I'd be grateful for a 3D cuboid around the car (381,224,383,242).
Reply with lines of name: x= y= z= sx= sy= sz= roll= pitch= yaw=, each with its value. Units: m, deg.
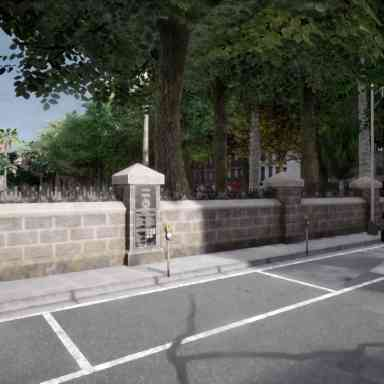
car: x=9.670 y=1.310 z=13.439 sx=5.009 sy=1.841 sz=2.192 roll=0 pitch=0 yaw=-36
